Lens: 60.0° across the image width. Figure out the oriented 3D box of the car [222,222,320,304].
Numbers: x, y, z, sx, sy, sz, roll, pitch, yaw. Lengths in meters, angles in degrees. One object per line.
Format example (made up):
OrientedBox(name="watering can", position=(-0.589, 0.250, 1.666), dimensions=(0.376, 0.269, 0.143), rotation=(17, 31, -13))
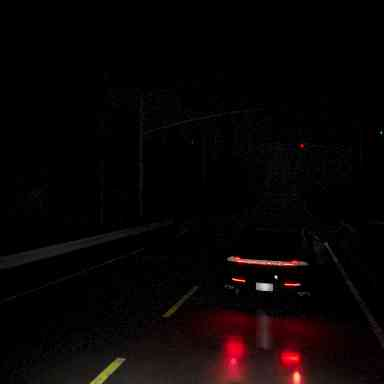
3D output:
OrientedBox(name="car", position=(2.070, 1.491, 8.270), dimensions=(2.128, 1.511, 4.902), rotation=(0, 0, 18))
